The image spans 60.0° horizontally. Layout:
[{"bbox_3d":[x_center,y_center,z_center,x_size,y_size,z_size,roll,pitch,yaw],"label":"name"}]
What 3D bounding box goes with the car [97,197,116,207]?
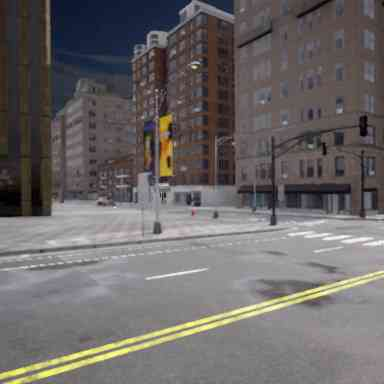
[{"bbox_3d":[-15.539,1.719,60.221,2.097,1.767,4.553,-1,0,-35],"label":"car"}]
